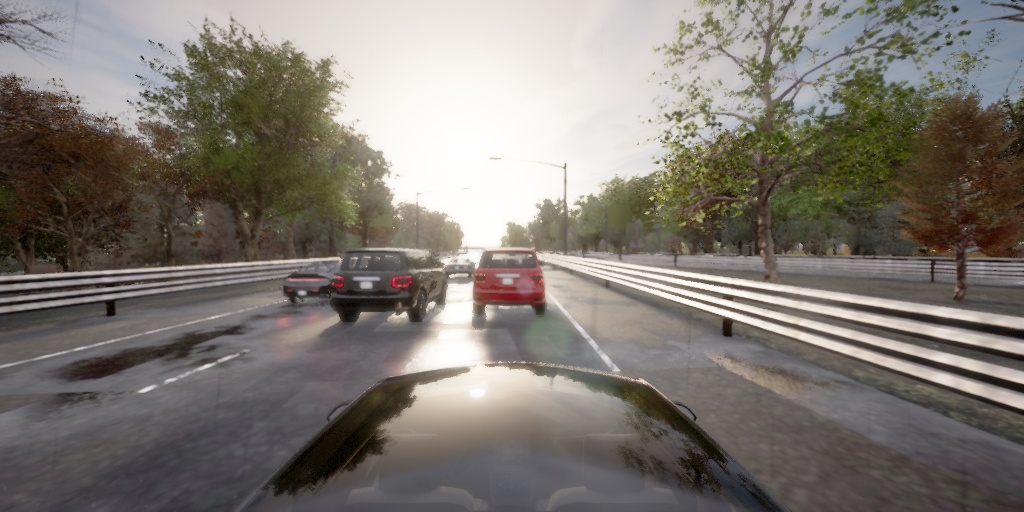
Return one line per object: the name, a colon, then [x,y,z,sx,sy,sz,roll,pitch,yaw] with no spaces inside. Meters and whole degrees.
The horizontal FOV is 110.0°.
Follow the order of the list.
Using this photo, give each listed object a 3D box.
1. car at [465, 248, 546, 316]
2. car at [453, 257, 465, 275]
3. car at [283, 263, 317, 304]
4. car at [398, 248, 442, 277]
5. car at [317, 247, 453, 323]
car: [-0.017,0.744,12.389,2.150,2.045,5.566,0,1,2]
car: [-3.704,0.787,26.498,2.033,1.411,5.357,0,1,-1]
car: [-7.015,0.976,14.407,2.128,1.511,4.902,0,1,0]
car: [-7.233,0.415,28.957,2.150,2.045,5.566,0,1,-1]
car: [-3.510,0.767,11.329,2.150,2.045,5.566,0,1,0]
